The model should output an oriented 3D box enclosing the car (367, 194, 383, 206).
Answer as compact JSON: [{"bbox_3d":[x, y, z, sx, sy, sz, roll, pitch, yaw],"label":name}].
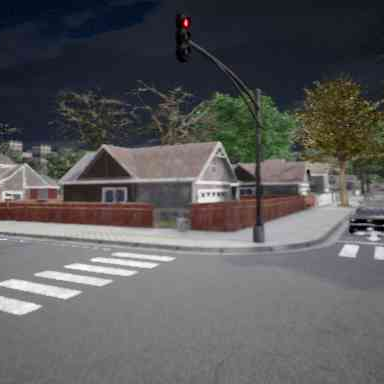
[{"bbox_3d":[23.759,0.990,42.946,1.837,1.490,4.892,0,0,30],"label":"car"}]

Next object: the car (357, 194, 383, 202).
[{"bbox_3d":[13.750,1.045,25.158,2.097,1.767,4.553,0,0,29],"label":"car"}]

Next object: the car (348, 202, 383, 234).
[{"bbox_3d":[9.343,1.388,17.327,1.895,1.301,4.718,0,0,30],"label":"car"}]

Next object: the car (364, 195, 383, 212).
[{"bbox_3d":[18.685,1.067,33.912,1.882,1.535,5.008,0,0,29],"label":"car"}]
